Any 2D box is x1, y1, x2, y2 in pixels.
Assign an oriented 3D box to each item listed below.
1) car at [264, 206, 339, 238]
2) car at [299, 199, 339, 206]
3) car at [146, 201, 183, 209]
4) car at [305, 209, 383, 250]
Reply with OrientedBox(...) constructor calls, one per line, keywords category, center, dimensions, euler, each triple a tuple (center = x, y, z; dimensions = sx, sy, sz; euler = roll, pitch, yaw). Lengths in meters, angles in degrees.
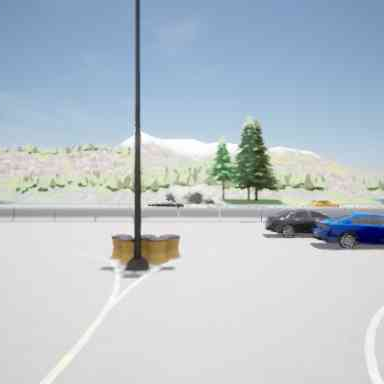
OrientedBox(category="car", center=(6.498, 1.696, 18.464), dimensions=(4.892, 1.490, 1.837), euler=(0, 0, 0))
OrientedBox(category="car", center=(16.433, 1.663, 43.119), dimensions=(5.008, 1.535, 1.882), euler=(0, 0, 0))
OrientedBox(category="car", center=(-3.526, 1.790, 43.207), dimensions=(4.718, 1.301, 1.895), euler=(0, 0, 0))
OrientedBox(category="car", center=(8.017, 1.670, 14.958), dimensions=(5.008, 1.535, 1.882), euler=(0, 0, 0))
